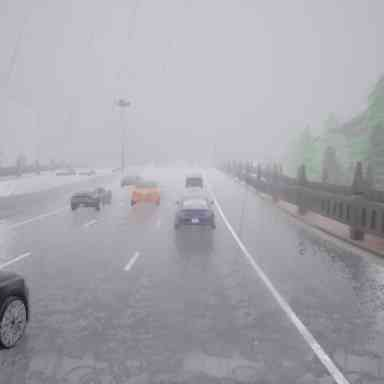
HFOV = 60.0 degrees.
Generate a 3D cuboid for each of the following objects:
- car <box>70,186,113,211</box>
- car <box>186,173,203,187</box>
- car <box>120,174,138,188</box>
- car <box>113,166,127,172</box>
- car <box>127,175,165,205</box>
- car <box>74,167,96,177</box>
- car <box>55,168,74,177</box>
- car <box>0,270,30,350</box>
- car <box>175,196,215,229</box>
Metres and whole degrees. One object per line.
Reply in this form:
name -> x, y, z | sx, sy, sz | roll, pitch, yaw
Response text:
car -> -6.820, 0.330, 22.934 | 1.837, 1.490, 4.892 | 0, 6, 0
car -> 0.265, -1.492, 38.657 | 1.882, 1.535, 5.008 | 0, 7, 0
car -> -6.823, -1.338, 37.972 | 2.033, 1.411, 5.357 | 0, 7, 1
car -> -13.692, -4.198, 63.059 | 1.895, 1.301, 4.718 | 0, 7, -1
car -> -3.306, -0.097, 25.562 | 2.097, 1.767, 4.553 | 0, 6, 0
car -> -17.272, -3.333, 55.014 | 1.812, 1.442, 4.674 | 0, 7, 1
car -> -20.763, -3.318, 55.112 | 2.033, 1.411, 5.357 | 0, 7, 1
car -> -3.398, 1.466, 3.190 | 2.128, 1.511, 4.902 | 0, 1, 0
car -> 0.146, 0.902, 16.587 | 1.812, 1.442, 4.674 | 0, 4, 0
